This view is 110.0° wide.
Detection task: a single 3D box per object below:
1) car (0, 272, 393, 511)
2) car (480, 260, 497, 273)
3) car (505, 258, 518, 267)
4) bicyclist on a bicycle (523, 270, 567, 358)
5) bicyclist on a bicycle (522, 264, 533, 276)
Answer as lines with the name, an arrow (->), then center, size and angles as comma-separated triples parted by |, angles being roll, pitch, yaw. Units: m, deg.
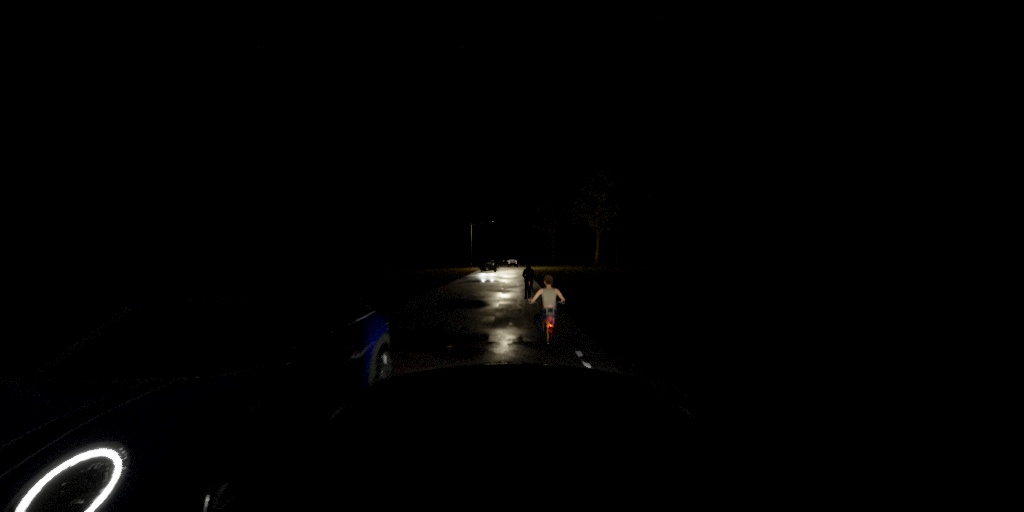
car -> -2.850, 1.102, 3.542 | 2.097, 1.767, 4.553 | 0, 0, 0
car -> -2.846, 1.245, 43.691 | 2.128, 1.511, 4.902 | 0, 0, 0
car -> 0.101, 1.343, 63.970 | 1.895, 1.301, 4.718 | 0, 0, 0
bicyclist on a bicycle -> 0.753, 1.187, 7.526 | 0.866, 1.612, 1.509 | 0, 1, 0
bicyclist on a bicycle -> 0.758, 1.207, 16.332 | 0.582, 1.620, 1.656 | 0, 0, 0
